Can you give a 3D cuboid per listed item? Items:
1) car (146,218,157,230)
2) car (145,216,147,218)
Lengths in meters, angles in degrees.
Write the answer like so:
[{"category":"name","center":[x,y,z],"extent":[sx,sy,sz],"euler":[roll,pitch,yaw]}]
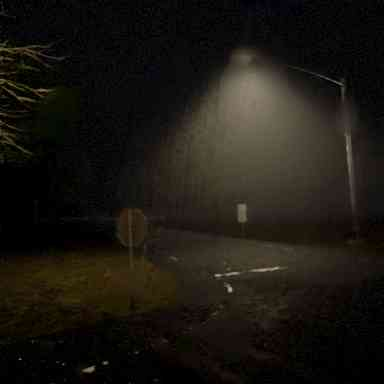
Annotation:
[{"category":"car","center":[-6.717,5.192,51.695],"extent":[1.994,1.385,4.181],"euler":[-2,-3,-18]},{"category":"car","center":[-9.194,5.314,58.830],"extent":[2.150,2.045,5.566],"euler":[-2,-3,-19]}]
